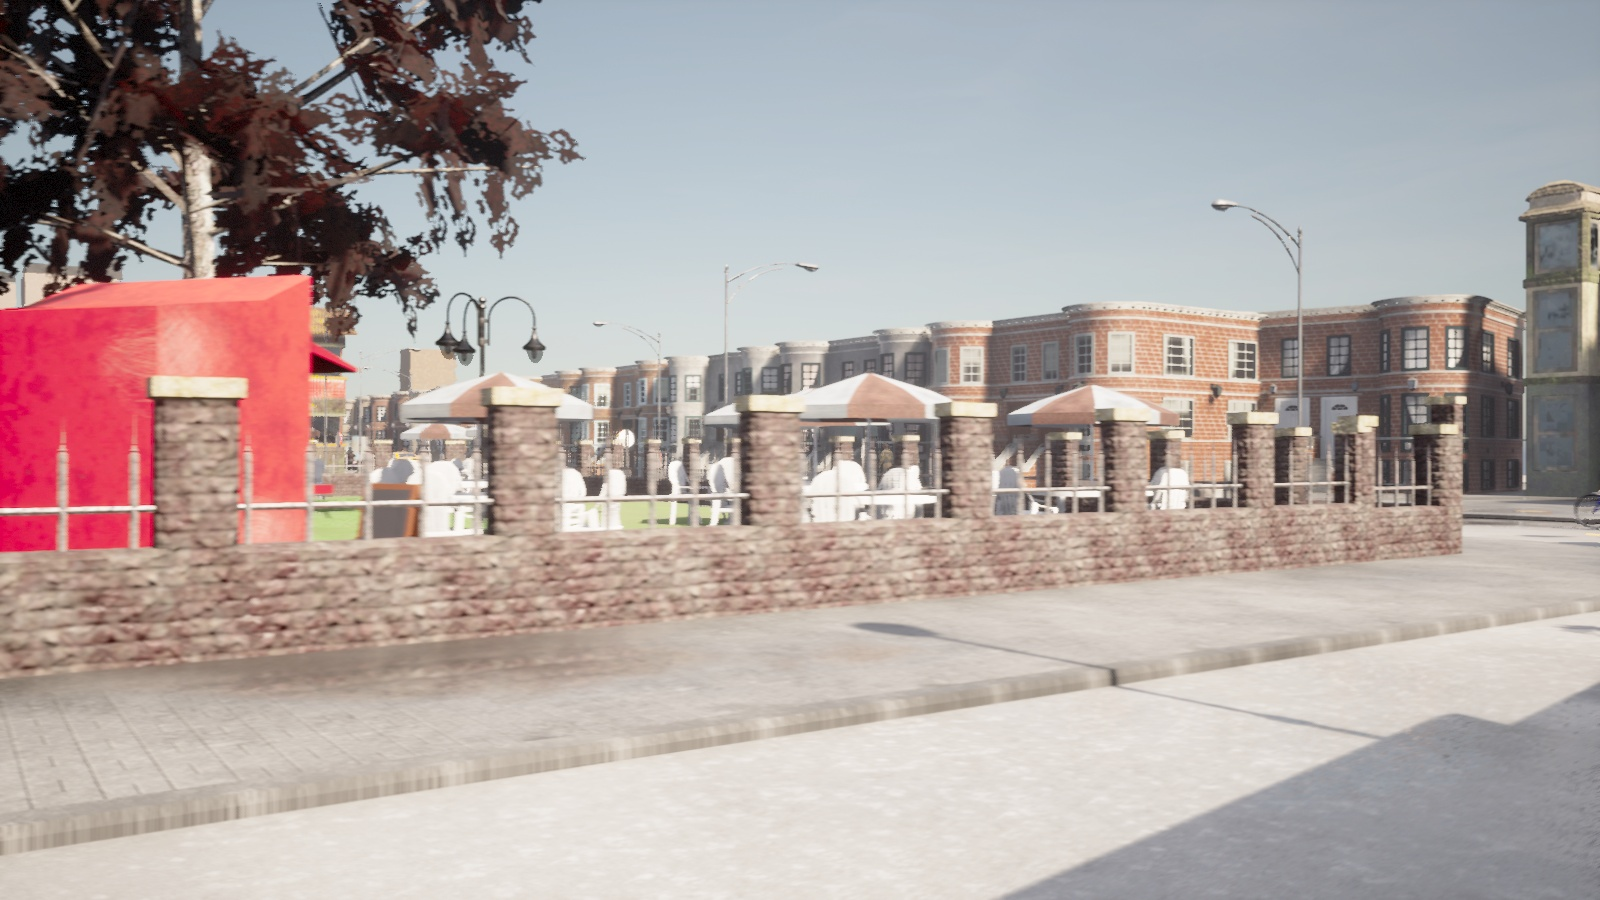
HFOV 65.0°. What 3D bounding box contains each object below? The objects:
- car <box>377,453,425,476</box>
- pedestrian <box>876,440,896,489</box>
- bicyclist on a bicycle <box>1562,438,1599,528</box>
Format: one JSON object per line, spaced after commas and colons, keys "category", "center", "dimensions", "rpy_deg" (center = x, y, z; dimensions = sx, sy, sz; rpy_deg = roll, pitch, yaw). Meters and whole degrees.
{"category": "car", "center": [-28.187, 0.999, 88.604], "dimensions": [1.882, 1.535, 5.008], "rpy_deg": [0, 0, -35]}
{"category": "pedestrian", "center": [3.404, 0.569, 49.703], "dimensions": [0.395, 1.930, 0.692], "rpy_deg": [0, 0, -42]}
{"category": "bicyclist on a bicycle", "center": [16.035, 0.642, 24.556], "dimensions": [0.659, 1.776, 1.843], "rpy_deg": [-1, 0, -30]}
